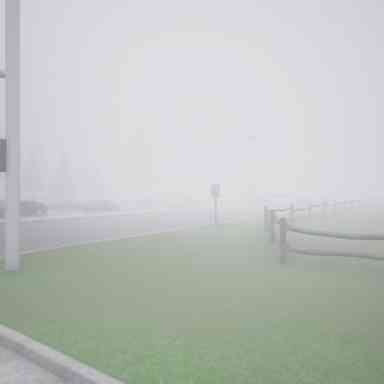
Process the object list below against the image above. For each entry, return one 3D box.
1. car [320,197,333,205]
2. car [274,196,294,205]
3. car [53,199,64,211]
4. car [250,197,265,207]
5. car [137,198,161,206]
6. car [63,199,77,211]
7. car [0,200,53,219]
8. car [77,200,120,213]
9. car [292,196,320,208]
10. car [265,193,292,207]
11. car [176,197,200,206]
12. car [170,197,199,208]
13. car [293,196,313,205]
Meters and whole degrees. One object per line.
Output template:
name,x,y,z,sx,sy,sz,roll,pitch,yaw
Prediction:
car,22.480,1.552,56.574,2.033,1.411,5.357,0,0,36
car,16.843,1.485,60.725,1.882,1.535,5.008,0,0,36
car,-15.521,1.575,41.155,1.994,1.385,4.181,0,0,34
car,10.880,1.499,52.410,2.128,1.511,4.902,0,0,36
car,-6.837,1.575,53.563,1.994,1.385,4.181,0,0,35
car,-12.377,1.611,39.529,1.895,1.301,4.718,0,0,35
car,-15.229,1.514,29.315,1.837,1.490,4.892,0,0,35
car,-10.014,1.573,36.799,1.994,1.385,4.181,0,0,35
car,16.677,1.569,48.478,1.994,1.385,4.181,0,0,36
car,13.554,1.227,50.130,2.150,2.045,5.566,0,0,38
car,-0.586,1.575,56.336,1.994,1.385,4.181,0,0,36
car,-1.269,1.535,49.317,1.812,1.442,4.674,0,0,35
car,19.662,1.484,58.649,1.882,1.535,5.008,0,0,36
